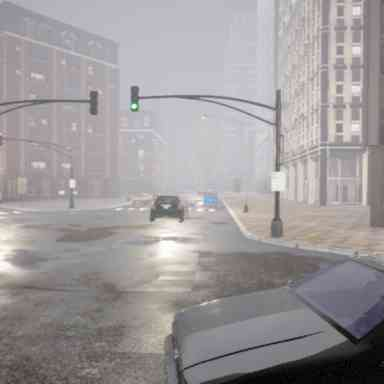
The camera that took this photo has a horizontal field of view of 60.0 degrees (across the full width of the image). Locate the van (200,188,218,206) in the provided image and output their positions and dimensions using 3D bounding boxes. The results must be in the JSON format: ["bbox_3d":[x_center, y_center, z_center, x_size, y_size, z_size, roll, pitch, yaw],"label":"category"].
[{"bbox_3d":[2.149,0.642,38.389,1.690,1.788,3.998,1,1,4],"label":"van"}]

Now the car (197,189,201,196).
[{"bbox_3d":[2.251,0.096,79.097,1.882,1.535,5.008,0,1,4],"label":"car"}]

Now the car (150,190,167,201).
[{"bbox_3d":[-4.986,0.489,49.987,1.967,1.590,4.097,1,1,4],"label":"car"}]

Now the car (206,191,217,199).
[{"bbox_3d":[3.604,0.475,60.552,1.887,1.381,4.507,1,1,4],"label":"car"}]

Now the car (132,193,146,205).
[{"bbox_3d":[-5.727,0.764,38.739,1.752,1.417,4.829,1,1,4],"label":"car"}]

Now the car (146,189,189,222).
[{"bbox_3d":[-1.396,0.921,22.112,2.097,1.767,4.553,0,1,4],"label":"car"}]

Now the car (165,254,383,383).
[{"bbox_3d":[2.412,1.429,3.501,5.357,1.411,2.033,-1,2,-7],"label":"car"}]

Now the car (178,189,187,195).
[{"bbox_3d":[-2.439,-0.118,88.760,1.967,1.590,4.097,1,1,4],"label":"car"}]

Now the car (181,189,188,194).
[{"bbox_3d":[-2.077,-0.051,94.303,1.802,1.307,4.206,1,1,4],"label":"car"}]

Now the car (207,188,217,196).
[{"bbox_3d":[4.697,-0.020,77.168,2.192,1.841,5.009,1,1,4],"label":"car"}]
